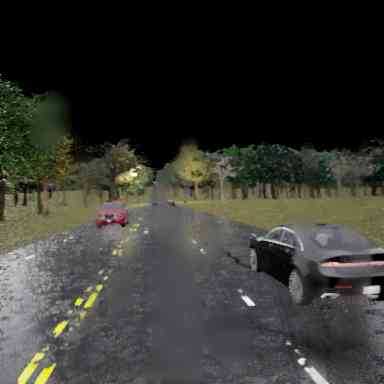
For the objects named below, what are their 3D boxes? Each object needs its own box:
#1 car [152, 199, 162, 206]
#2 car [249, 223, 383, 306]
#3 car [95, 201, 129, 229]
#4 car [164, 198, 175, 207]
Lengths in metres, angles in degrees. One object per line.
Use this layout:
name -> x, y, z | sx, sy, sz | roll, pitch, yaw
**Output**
car -> -9.280, 2.933, 84.642 | 1.895, 1.301, 4.718 | -2, -1, -6
car -> 2.798, 1.504, 8.105 | 2.128, 1.511, 4.902 | -2, -1, -6
car -> -6.367, 1.809, 27.084 | 2.150, 2.045, 5.566 | -2, -1, -6
car -> -5.116, 2.617, 78.854 | 1.882, 1.535, 5.008 | -2, -1, -6
